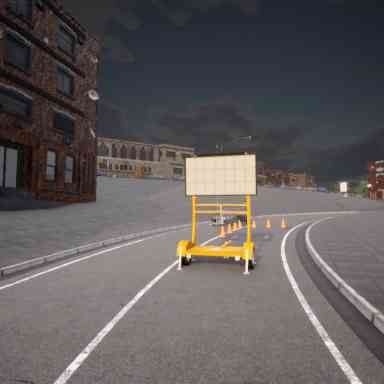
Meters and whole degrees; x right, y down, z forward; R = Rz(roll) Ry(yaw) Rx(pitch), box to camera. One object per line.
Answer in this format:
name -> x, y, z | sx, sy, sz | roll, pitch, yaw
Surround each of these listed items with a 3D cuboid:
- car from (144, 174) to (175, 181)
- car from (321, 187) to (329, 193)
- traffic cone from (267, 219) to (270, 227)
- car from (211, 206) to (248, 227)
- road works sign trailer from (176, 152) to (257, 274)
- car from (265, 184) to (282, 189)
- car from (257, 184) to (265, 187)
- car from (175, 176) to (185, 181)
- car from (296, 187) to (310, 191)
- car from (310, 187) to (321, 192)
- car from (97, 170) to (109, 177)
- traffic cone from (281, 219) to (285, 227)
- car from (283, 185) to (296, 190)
car -> -6.061, -2.266, 57.994 | 4.892, 1.521, 2.231 | 2, -5, -32
car -> 34.045, -0.136, 87.748 | 5.566, 2.045, 2.435 | 5, -6, -41
traffic cone -> 5.338, 2.166, 23.209 | 0.340, 0.580, 0.340 | -2, -1, 17
car -> 3.042, 1.821, 25.568 | 2.128, 1.511, 4.902 | -2, -2, 27
road works sign trailer -> 0.985, 0.528, 10.954 | 2.380, 3.560, 2.880 | -1, -1, 18
car -> 16.971, -1.034, 73.615 | 4.792, 1.488, 2.163 | 3, -6, -37
car -> 12.380, -1.458, 70.212 | 4.553, 1.767, 2.185 | 3, -6, -35
car -> -1.372, -2.060, 60.900 | 4.892, 1.521, 2.231 | 3, -5, -32
car -> 25.540, -0.526, 80.397 | 4.892, 1.521, 2.231 | 4, -6, -39
car -> 29.836, -0.345, 84.043 | 4.553, 1.767, 2.185 | 4, -6, -40
car -> -15.364, -2.775, 52.256 | 4.553, 1.767, 2.185 | 2, -5, -32
traffic cone -> 6.290, 2.136, 22.916 | 0.340, 0.580, 0.340 | -2, -1, 17
car -> 21.330, -0.757, 76.989 | 4.674, 1.452, 2.002 | 3, -6, -38
